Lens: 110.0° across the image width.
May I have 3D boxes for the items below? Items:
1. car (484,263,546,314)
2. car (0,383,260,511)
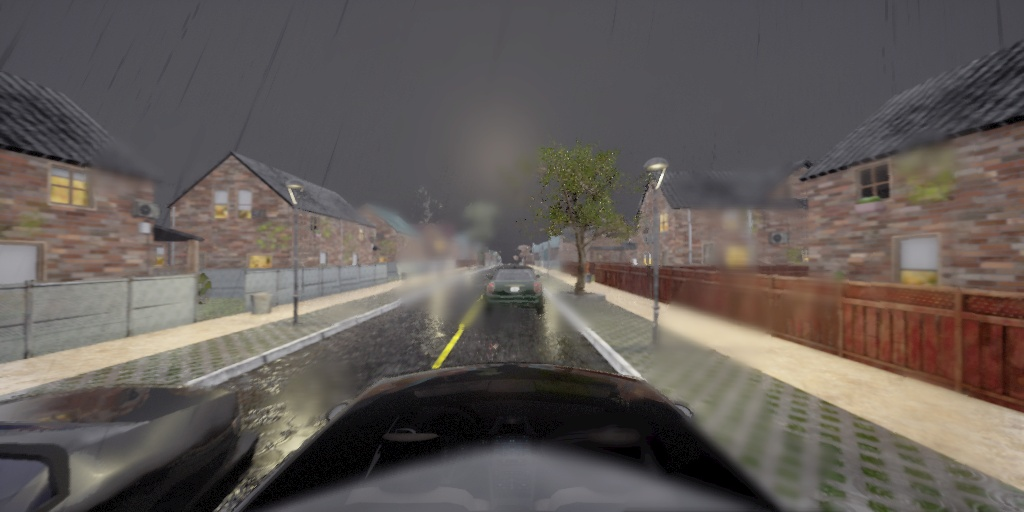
[{"bbox_3d":[0.097,1.133,14.031,2.097,1.767,4.553,0,0,0],"label":"car"},{"bbox_3d":[-2.850,1.296,0.336,2.033,1.411,5.357,0,0,0],"label":"car"}]
